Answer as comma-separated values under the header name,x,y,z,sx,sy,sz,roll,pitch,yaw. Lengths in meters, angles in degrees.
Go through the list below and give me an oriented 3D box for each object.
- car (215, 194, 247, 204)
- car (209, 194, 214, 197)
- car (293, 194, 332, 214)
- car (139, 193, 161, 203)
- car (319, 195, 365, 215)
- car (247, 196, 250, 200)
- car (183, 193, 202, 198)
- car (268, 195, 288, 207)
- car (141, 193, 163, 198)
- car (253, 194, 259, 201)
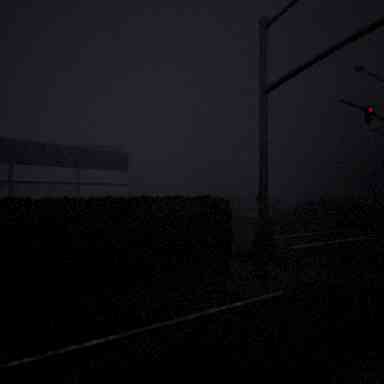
name,x,y,z,sx,sy,sz,roll,pitch,yaw
car,6.550,1.332,56.590,4.514,1.523,2.007,0,0,-35
car,4.223,1.342,78.632,4.514,1.523,2.007,0,0,-35
car,12.740,1.356,34.271,5.027,1.636,2.152,0,0,-35
car,-8.336,1.107,65.392,3.866,1.878,1.905,0,0,-35
car,14.581,1.364,31.730,4.514,1.523,2.007,0,0,-35
car,12.099,1.281,79.669,3.806,1.475,1.970,0,0,-35
car,-0.004,1.133,67.207,4.605,1.855,1.932,0,0,-35
car,12.242,1.352,48.376,3.633,1.501,1.845,0,0,-35
car,-6.932,1.390,62.317,3.806,1.475,1.970,0,0,-35
car,16.041,1.202,74.595,5.027,1.636,2.152,0,0,-35
